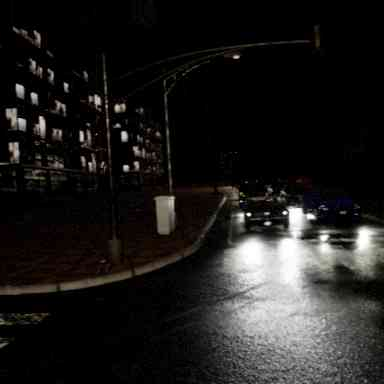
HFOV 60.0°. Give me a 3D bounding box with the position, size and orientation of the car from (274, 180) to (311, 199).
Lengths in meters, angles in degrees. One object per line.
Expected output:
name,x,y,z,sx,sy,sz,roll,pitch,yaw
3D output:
car,7.926,0.090,25.664,2.128,1.511,4.902,-3,2,8

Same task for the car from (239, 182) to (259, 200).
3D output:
car,5.967,-0.154,35.343,1.882,1.535,5.008,-3,2,8

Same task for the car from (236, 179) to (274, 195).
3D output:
car,4.579,0.046,25.270,2.150,2.045,5.566,-3,2,7

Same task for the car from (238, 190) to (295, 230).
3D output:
car,3.321,0.861,15.614,1.895,1.301,4.718,-3,2,8

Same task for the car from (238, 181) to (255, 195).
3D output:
car,7.371,-0.600,45.441,2.128,1.511,4.902,-3,2,8

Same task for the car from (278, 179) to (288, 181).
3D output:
car,9.360,-0.332,36.199,2.033,1.411,5.357,-3,2,8

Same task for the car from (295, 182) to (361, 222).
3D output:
car,6.711,0.487,16.562,1.882,1.535,5.008,-3,2,8

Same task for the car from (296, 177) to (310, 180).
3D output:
car,18.544,-1.746,55.492,1.882,1.535,5.008,-2,2,8
